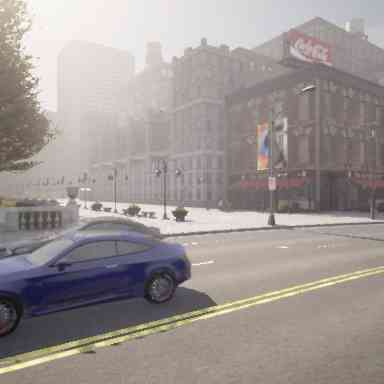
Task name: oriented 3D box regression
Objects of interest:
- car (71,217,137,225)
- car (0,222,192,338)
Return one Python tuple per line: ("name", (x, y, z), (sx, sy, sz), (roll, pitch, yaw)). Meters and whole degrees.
("car", (-3.062, 1.526, 10.249), (4.674, 1.442, 1.812), (0, 0, -33))
("car", (-2.175, 1.526, 6.649), (4.674, 1.442, 1.812), (0, 0, -34))
